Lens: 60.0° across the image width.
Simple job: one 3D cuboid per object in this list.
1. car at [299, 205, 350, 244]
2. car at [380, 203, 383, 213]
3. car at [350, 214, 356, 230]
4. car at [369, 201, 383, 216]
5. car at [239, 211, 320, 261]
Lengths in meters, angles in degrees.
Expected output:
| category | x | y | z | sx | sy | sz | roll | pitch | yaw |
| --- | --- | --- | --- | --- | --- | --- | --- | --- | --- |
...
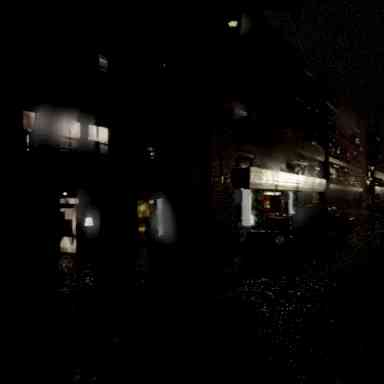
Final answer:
| category | x | y | z | sx | sy | sz | roll | pitch | yaw |
| --- | --- | --- | --- | --- | --- | --- | --- | --- | --- |
| car | 6.823 | 1.688 | 18.254 | 2.192 | 1.841 | 5.009 | -2 | -2 | 36 |
| car | 29.819 | 2.335 | 50.308 | 1.887 | 1.381 | 4.507 | -2 | -2 | 36 |
| car | 10.112 | 2.015 | 22.828 | 1.802 | 1.307 | 4.206 | -2 | -2 | 36 |
| car | 23.246 | 1.987 | 41.154 | 2.192 | 1.841 | 5.009 | -2 | -2 | 36 |
| car | 3.540 | 1.752 | 13.671 | 1.967 | 1.590 | 4.097 | -2 | -2 | 36 |
